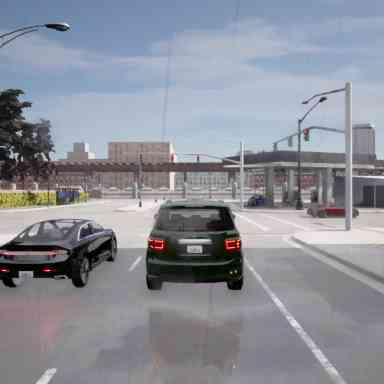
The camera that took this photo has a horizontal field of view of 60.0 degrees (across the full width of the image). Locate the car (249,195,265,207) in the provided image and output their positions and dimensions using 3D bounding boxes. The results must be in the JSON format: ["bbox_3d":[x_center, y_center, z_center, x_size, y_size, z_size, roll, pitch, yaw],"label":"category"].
[{"bbox_3d":[9.651,1.295,49.415,2.242,1.667,4.611,0,0,0],"label":"car"}]

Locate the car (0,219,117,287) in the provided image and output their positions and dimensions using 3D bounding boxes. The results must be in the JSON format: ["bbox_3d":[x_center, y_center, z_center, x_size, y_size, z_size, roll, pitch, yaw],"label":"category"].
[{"bbox_3d":[-3.431,1.492,9.315,2.128,1.511,4.902,0,0,0],"label":"car"}]

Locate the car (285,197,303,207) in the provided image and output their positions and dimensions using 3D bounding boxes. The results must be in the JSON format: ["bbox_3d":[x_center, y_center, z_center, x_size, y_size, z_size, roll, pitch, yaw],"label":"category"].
[{"bbox_3d":[15.395,1.456,50.184,1.970,1.475,3.806,0,0,0],"label":"car"}]

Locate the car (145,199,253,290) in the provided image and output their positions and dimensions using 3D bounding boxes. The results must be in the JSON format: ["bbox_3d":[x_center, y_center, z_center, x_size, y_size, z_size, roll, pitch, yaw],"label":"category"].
[{"bbox_3d":[0.073,1.221,9.231,2.150,2.045,5.566,0,0,0],"label":"car"}]

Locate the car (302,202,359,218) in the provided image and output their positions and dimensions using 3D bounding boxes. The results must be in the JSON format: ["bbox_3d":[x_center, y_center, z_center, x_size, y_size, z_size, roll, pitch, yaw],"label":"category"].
[{"bbox_3d":[12.355,1.564,29.288,4.181,1.385,1.994,0,0,-1],"label":"car"}]
